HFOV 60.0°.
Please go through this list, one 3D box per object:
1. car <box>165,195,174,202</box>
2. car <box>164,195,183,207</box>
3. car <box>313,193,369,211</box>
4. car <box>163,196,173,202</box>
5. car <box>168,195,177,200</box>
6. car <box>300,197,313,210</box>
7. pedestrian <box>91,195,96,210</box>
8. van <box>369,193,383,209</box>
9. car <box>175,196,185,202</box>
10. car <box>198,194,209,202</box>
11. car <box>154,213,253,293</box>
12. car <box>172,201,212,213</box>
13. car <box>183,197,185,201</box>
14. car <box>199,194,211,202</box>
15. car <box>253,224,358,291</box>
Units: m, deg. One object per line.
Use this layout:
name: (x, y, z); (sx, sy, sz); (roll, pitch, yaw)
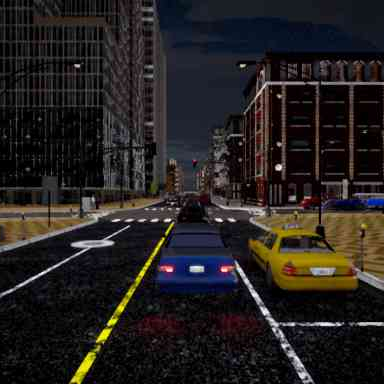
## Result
car: (-5.330, 1.549, 80.263); (1.887, 1.381, 4.507); (0, 0, 0)
car: (-2.821, 1.492, 49.830); (2.128, 1.511, 4.902); (0, 0, -1)
car: (16.316, 1.123, 36.588); (4.553, 1.767, 2.097); (-1, 0, -1)
car: (-5.329, 1.554, 74.670); (2.008, 1.369, 4.403); (0, 0, 0)
car: (-5.331, 1.557, 91.449); (2.008, 1.369, 4.403); (0, 0, 0)
car: (15.307, 1.094, 39.032); (5.009, 1.841, 2.192); (-1, 1, -1)
pedestrian: (-12.355, 1.270, 41.673); (0.375, 1.860, 0.375); (0, 1, -1)
van: (20.963, 1.049, 39.092); (3.998, 1.788, 1.690); (-1, 1, -1)
car: (-2.764, 1.554, 77.878); (1.994, 1.385, 4.181); (0, 0, 0)
car: (2.551, 1.318, 74.671); (2.192, 1.841, 5.009); (0, 0, 0)
car: (0.095, 1.547, 8.987); (2.033, 1.411, 5.357); (0, 0, 0)
car: (0.080, 1.504, 18.728); (1.837, 1.490, 4.892); (0, 0, 0)
car: (-2.789, 1.354, 66.296); (2.097, 1.767, 4.553); (0, 0, 1)
car: (2.553, 1.317, 63.485); (2.192, 1.841, 5.009); (0, 0, 0)
car: (2.563, 1.525, 8.838); (1.752, 1.417, 4.829); (0, 0, 0)
